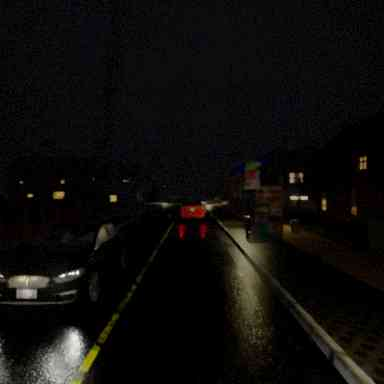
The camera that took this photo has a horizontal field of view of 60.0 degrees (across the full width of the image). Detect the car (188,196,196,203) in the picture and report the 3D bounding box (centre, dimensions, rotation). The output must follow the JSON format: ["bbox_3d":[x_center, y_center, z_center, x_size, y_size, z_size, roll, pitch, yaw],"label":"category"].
[{"bbox_3d":[-0.017,1.829,81.774,2.033,1.411,5.357,0,0,0],"label":"car"}]

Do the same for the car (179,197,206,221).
[{"bbox_3d":[0.031,1.392,27.346,2.097,1.767,4.553,0,0,0],"label":"car"}]

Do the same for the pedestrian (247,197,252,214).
[{"bbox_3d":[3.006,1.159,17.790,0.375,1.860,0.375,-1,1,0],"label":"pedestrian"}]

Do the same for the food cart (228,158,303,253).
[{"bbox_3d":[3.031,0.477,14.947,2.280,3.560,4.660,1,1,0],"label":"food cart"}]

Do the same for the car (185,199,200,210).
[{"bbox_3d":[0.068,1.705,46.739,1.895,1.301,4.718,0,0,0],"label":"car"}]

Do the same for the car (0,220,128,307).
[{"bbox_3d":[-2.846,1.495,8.202,2.128,1.511,4.902,0,0,0],"label":"car"}]
